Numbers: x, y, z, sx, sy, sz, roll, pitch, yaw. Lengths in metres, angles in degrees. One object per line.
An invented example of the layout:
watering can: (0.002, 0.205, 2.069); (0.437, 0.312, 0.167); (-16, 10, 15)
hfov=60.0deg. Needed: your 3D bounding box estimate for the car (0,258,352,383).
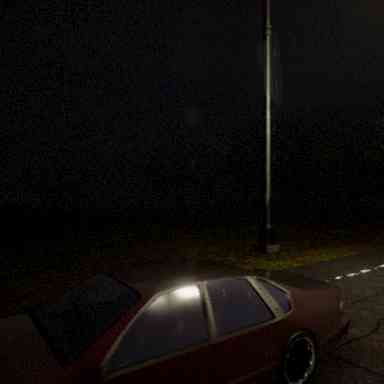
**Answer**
car: (-0.369, 1.557, 3.729); (5.357, 1.411, 2.033); (0, 0, -36)
